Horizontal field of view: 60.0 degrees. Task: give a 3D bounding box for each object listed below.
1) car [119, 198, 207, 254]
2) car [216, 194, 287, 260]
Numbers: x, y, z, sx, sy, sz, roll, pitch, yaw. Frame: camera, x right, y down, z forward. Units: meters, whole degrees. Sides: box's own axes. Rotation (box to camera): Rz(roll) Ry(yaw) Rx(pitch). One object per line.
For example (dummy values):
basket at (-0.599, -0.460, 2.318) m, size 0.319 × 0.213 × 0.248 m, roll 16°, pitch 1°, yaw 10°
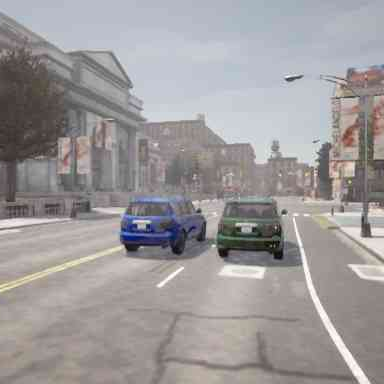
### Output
car at (-0.949, 1.257, 13.764) m, size 2.150 × 2.045 × 5.566 m, roll 0°, pitch 0°, yaw 16°
car at (2.415, 1.257, 12.797) m, size 2.150 × 2.045 × 5.566 m, roll 0°, pitch 0°, yaw 16°
